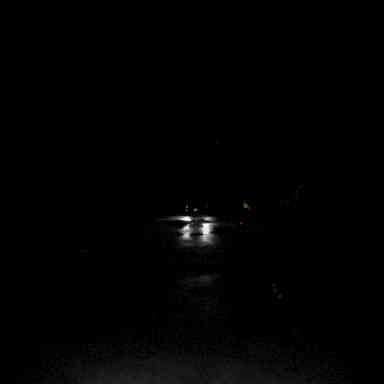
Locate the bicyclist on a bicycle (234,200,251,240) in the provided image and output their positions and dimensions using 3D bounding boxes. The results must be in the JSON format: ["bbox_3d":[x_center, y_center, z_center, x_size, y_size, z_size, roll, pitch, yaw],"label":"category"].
[{"bbox_3d":[2.034,1.276,13.738,0.582,1.620,1.656,1,1,8],"label":"bicyclist on a bicycle"}]

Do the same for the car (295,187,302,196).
[{"bbox_3d":[22.189,-0.004,70.817,1.837,1.490,4.892,2,2,24],"label":"car"}]

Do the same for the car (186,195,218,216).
[{"bbox_3d":[0.899,1.029,26.920,1.837,1.490,4.892,1,1,16],"label":"car"}]

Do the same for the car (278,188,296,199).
[{"bbox_3d":[15.675,0.389,55.699,1.882,1.535,5.008,2,2,24],"label":"car"}]
